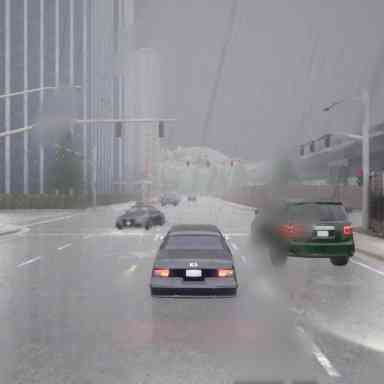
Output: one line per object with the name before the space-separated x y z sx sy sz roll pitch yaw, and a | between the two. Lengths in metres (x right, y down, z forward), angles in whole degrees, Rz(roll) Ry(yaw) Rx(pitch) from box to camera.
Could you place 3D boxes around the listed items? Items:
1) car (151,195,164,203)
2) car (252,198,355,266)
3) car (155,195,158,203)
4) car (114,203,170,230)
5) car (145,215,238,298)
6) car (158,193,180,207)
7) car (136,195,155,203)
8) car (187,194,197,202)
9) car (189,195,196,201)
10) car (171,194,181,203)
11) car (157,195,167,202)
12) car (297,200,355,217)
car | -6.992 1.491 68.052 2.128 1.511 4.902 0 0 0
car | 3.575 1.221 11.697 2.150 2.045 5.566 0 0 1
car | -7.061 1.352 58.115 2.097 1.767 4.553 0 0 0
car | -3.136 1.580 20.691 1.994 1.385 4.181 0 0 14
car | 0.057 1.547 8.664 2.033 1.411 5.357 0 0 1
car | -3.572 1.221 52.851 2.150 2.045 5.566 0 0 0
car | -7.077 1.504 48.923 1.837 1.490 4.892 0 0 0
car | 0.024 1.355 78.682 2.097 1.767 4.553 0 0 0
car | 0.027 1.500 88.927 1.837 1.490 4.892 0 0 0
car | -3.478 1.355 72.579 2.097 1.767 4.553 0 0 0
car | -6.976 1.516 78.290 1.812 1.442 4.674 0 0 0
car | 12.851 1.560 32.176 4.892 1.490 1.837 0 0 -2
